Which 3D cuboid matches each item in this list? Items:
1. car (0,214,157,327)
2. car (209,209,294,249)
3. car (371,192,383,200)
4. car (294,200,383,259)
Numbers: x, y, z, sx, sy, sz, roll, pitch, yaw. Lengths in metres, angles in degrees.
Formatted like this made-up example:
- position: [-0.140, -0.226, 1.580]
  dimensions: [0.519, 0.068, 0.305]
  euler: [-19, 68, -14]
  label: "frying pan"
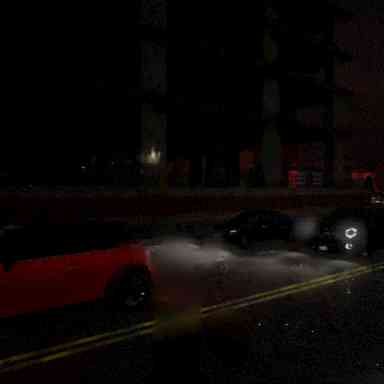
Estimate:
- position: [-3.008, 1.345, 6.144]
  dimensions: [4.553, 1.767, 2.097]
  euler: [0, 0, -35]
  label: "car"
- position: [2.887, 1.507, 14.623]
  dimensions: [4.674, 1.442, 1.812]
  euler: [0, 0, -36]
  label: "car"
- position: [39.317, 1.298, 71.785]
  dimensions: [3.806, 1.475, 1.970]
  euler: [0, 0, -35]
  label: "car"
- position: [6.275, 1.335, 12.742]
  dimensions: [4.553, 1.767, 2.097]
  euler: [0, 0, -37]
  label: "car"
